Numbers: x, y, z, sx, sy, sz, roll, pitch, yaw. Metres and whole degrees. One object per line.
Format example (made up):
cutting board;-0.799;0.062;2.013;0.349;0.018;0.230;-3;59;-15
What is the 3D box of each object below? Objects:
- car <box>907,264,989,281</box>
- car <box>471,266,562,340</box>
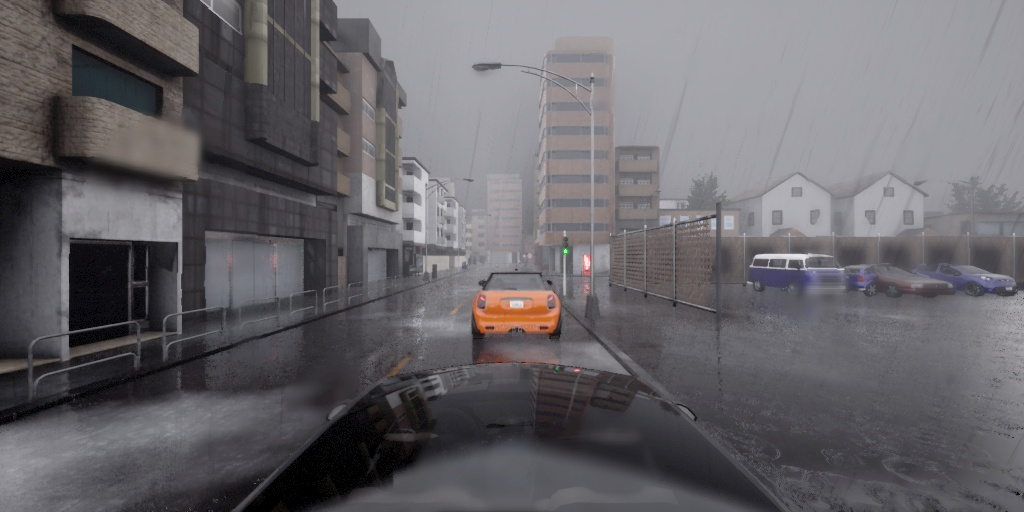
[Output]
car;39.107;1.354;32.244;4.718;1.301;1.895;0;0;-1
car;0.103;1.102;10.161;2.097;1.767;4.553;0;0;0
